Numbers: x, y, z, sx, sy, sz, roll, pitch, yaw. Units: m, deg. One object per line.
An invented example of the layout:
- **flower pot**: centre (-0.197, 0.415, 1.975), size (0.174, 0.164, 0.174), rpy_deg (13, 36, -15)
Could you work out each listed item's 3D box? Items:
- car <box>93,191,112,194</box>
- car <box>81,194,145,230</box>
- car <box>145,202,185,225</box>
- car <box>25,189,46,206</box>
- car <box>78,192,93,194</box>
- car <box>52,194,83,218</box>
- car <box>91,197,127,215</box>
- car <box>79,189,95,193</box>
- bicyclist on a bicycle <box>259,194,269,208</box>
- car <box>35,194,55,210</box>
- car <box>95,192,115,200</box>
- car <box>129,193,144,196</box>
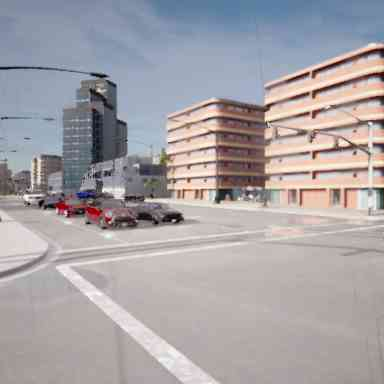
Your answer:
- **car**: centre (-13.729, 0.876, 52.737), size (1.837, 1.490, 4.892), rpy_deg (0, 1, -33)
- **car**: centre (-5.029, 1.236, 20.598), size (2.097, 1.767, 4.553), rpy_deg (0, 1, -34)
- **car**: centre (-2.620, 1.404, 23.283), size (2.033, 1.411, 5.357), rpy_deg (0, 1, -34)
- **car**: centre (-21.027, 0.681, 44.555), size (2.150, 2.045, 5.566), rpy_deg (0, 1, -32)
- **car**: centre (-13.454, 1.105, 39.488), size (1.812, 1.442, 4.674), rpy_deg (0, 1, -34)
- **car**: centre (-10.101, 1.249, 28.158), size (1.882, 1.535, 5.008), rpy_deg (0, 1, -34)
- **car**: centre (-7.890, 1.263, 31.155), size (1.812, 1.442, 4.674), rpy_deg (0, 1, -34)
- **car**: centre (-19.307, 0.456, 60.963), size (2.150, 2.045, 5.566), rpy_deg (0, 1, -34)
- **bicyclist on a bicycle**: centre (8.005, 1.024, 37.056), size (1.656, 1.620, 0.582), rpy_deg (-1, 1, -34)
- **car**: centre (-15.148, 1.193, 35.719), size (1.994, 1.385, 4.181), rpy_deg (0, 1, -34)
- **car**: centre (-16.611, 0.706, 63.255), size (2.128, 1.511, 4.902), rpy_deg (0, 1, -34)
- **car**: centre (-8.978, 0.899, 52.009), size (2.128, 1.511, 4.902), rpy_deg (0, 1, -34)
